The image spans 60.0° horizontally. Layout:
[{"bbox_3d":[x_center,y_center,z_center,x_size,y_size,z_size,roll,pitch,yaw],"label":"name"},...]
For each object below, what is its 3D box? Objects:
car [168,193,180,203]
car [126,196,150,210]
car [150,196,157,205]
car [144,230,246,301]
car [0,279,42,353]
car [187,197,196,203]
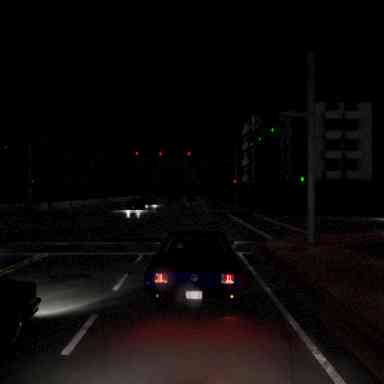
[{"bbox_3d":[-3.647,1.184,67.337,2.150,2.045,5.566,0,0,0],"label":"car"},{"bbox_3d":[-7.178,1.523,43.300,2.033,1.411,5.357,0,0,0],"label":"car"},{"bbox_3d":[-7.178,1.472,58.456,1.837,1.490,4.892,0,0,0],"label":"car"},{"bbox_3d":[0.114,1.596,8.291,1.895,1.301,4.718,0,0,2],"label":"car"},{"bbox_3d":[-3.452,1.546,3.087,2.033,1.411,5.357,0,0,0],"label":"car"},{"bbox_3d":[-0.147,1.563,67.360,1.895,1.301,4.718,0,0,0],"label":"car"}]
